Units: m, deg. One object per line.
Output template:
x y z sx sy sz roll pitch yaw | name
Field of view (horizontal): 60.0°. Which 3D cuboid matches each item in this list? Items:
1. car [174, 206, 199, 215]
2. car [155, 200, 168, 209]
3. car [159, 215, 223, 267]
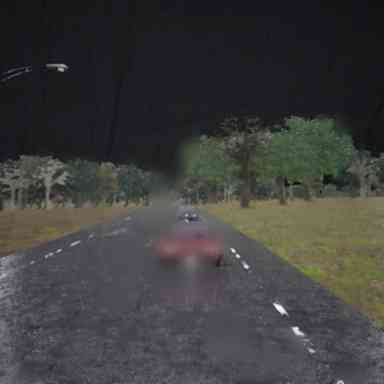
-0.475 1.807 26.865 1.895 1.301 4.718 0 0 -2 | car
-5.393 2.161 58.789 1.837 1.490 4.892 0 -1 -2 | car
-0.038 1.704 11.812 1.895 1.301 4.718 0 0 -1 | car
